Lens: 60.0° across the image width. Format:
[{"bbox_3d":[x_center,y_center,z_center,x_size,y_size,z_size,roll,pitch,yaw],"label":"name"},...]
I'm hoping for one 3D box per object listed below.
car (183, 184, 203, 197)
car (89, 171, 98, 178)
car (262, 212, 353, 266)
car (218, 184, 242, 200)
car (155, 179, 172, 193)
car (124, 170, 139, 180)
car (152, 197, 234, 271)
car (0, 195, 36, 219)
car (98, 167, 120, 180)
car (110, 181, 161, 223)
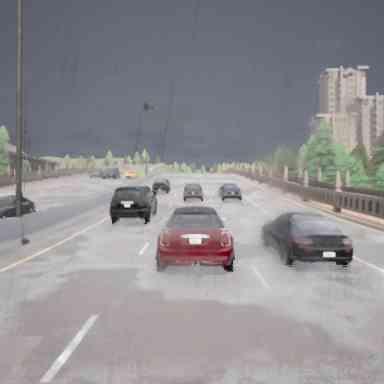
[{"bbox_3d":[0.103,-0.093,31.650,2.033,1.411,5.357,0,6,0],"label":"car"},{"bbox_3d":[-17.514,-3.265,61.623,1.994,1.385,4.181,0,6,0],"label":"car"},{"bbox_3d":[3.594,1.392,10.995,1.812,1.442,4.674,0,2,0],"label":"car"},{"bbox_3d":[3.604,-0.099,31.706,2.033,1.411,5.357,0,6,0],"label":"car"},{"bbox_3d":[-3.398,-0.759,37.508,1.837,1.490,4.892,0,6,0],"label":"car"},{"bbox_3d":[-10.547,-2.991,58.231,1.882,1.535,5.008,0,6,1],"label":"car"},{"bbox_3d":[0.092,1.226,10.728,2.097,1.767,4.553,0,2,0],"label":"car"},{"bbox_3d":[-10.597,1.002,18.716,1.837,1.490,4.892,0,4,0],"label":"car"},{"bbox_3d":[-14.039,-3.228,58.038,2.150,2.045,5.566,0,6,1],"label":"car"},{"bbox_3d":[-3.401,0.621,20.122,2.150,2.045,5.566,0,4,0],"label":"car"}]
